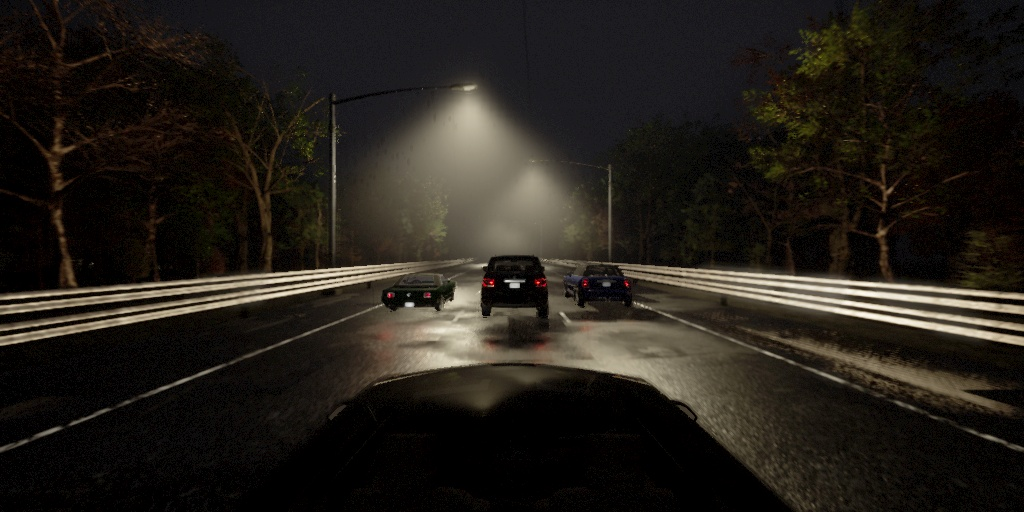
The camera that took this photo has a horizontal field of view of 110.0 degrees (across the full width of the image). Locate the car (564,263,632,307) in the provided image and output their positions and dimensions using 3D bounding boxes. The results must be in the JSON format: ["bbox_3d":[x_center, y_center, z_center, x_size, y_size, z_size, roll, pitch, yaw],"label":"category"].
[{"bbox_3d":[3.555,1.093,15.638,2.097,1.767,4.553,0,0,0],"label":"car"}]

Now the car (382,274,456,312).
[{"bbox_3d":[-3.437,1.343,14.216,1.895,1.301,4.718,0,0,0],"label":"car"}]

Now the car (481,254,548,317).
[{"bbox_3d":[0.068,0.965,13.281,2.150,2.045,5.566,0,0,0],"label":"car"}]
